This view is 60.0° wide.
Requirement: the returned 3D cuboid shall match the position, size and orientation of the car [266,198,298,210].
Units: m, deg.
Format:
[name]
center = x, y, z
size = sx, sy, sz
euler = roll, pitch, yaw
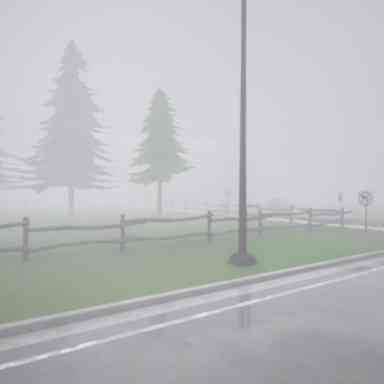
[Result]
[car]
center = 12.843, 1.643, 47.502
size = 2.097, 1.767, 4.553
euler = 1, 0, -35
